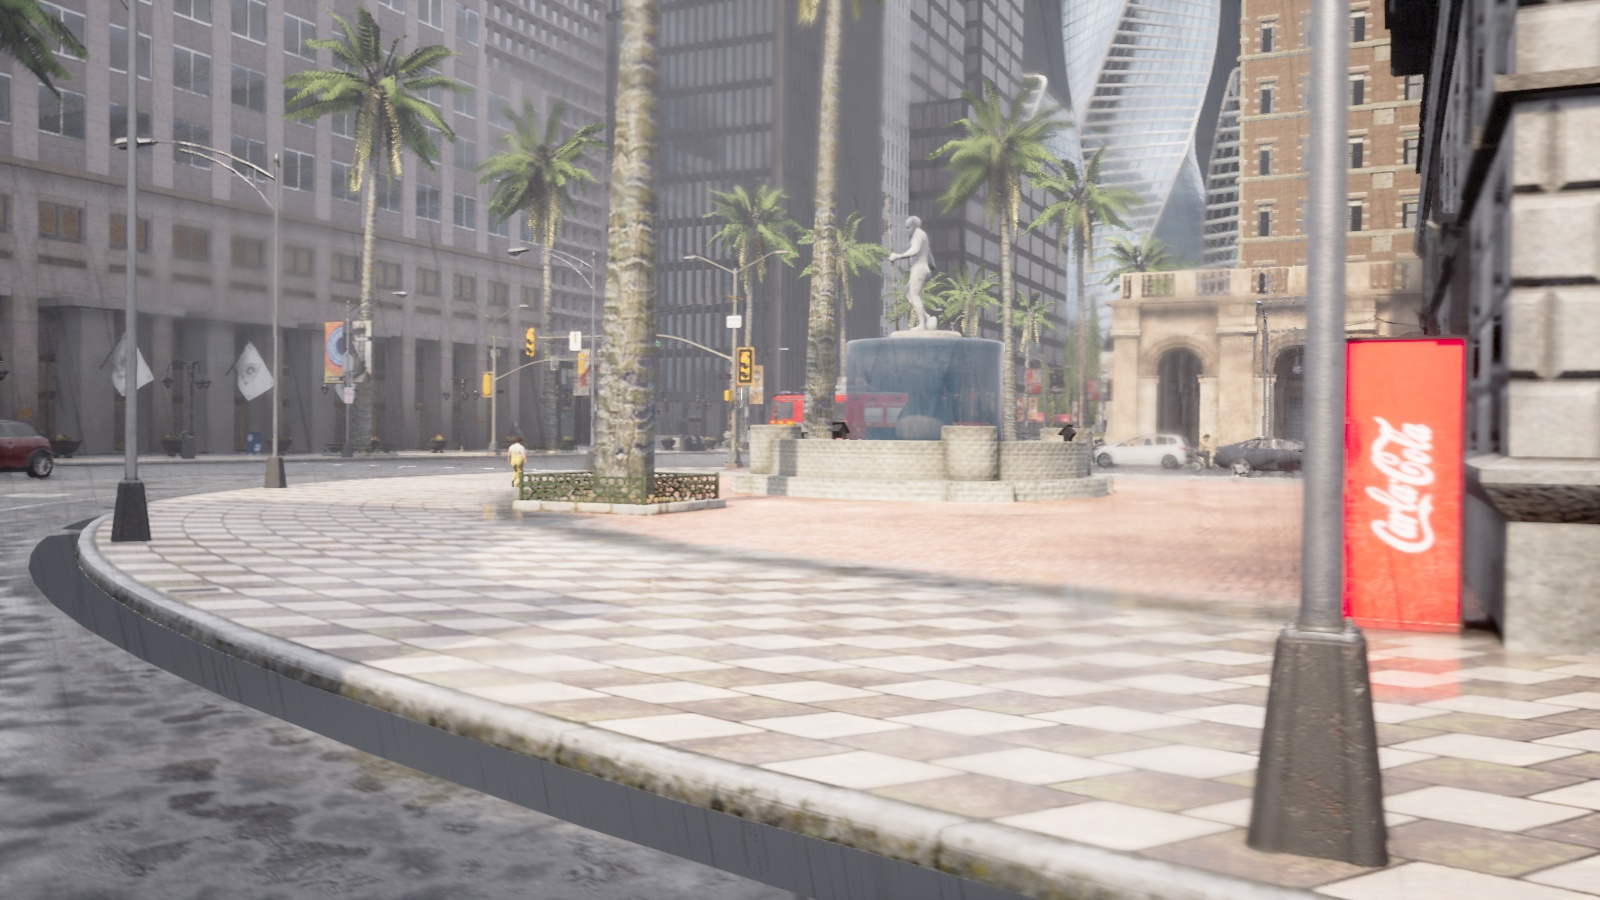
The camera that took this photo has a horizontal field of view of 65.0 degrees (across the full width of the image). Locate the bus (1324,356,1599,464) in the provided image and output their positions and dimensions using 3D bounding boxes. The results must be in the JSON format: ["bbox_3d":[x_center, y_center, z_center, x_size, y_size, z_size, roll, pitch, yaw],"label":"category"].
[{"bbox_3d":[27.864,-1.564,53.204,10.273,4.253,3.944,0,1,26],"label":"bus"}]

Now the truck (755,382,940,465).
[{"bbox_3d":[2.304,-1.233,60.845,8.468,3.827,2.891,0,1,18],"label":"truck"}]

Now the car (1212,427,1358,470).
[{"bbox_3d":[17.900,-0.059,46.358,4.902,1.511,2.128,0,1,26],"label":"car"}]

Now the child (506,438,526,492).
[{"bbox_3d":[-6.648,0.348,29.405,0.270,1.263,0.437,0,1,17],"label":"child"}]

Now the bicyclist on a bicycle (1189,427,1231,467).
[{"bbox_3d":[16.620,-0.125,50.852,1.509,1.612,0.866,0,1,26],"label":"bicyclist on a bicycle"}]

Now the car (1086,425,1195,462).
[{"bbox_3d":[15.979,-0.316,58.908,4.611,1.667,2.242,0,1,26],"label":"car"}]

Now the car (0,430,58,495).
[{"bbox_3d":[-22.806,0.348,34.010,2.097,1.767,4.553,0,1,12],"label":"car"}]
